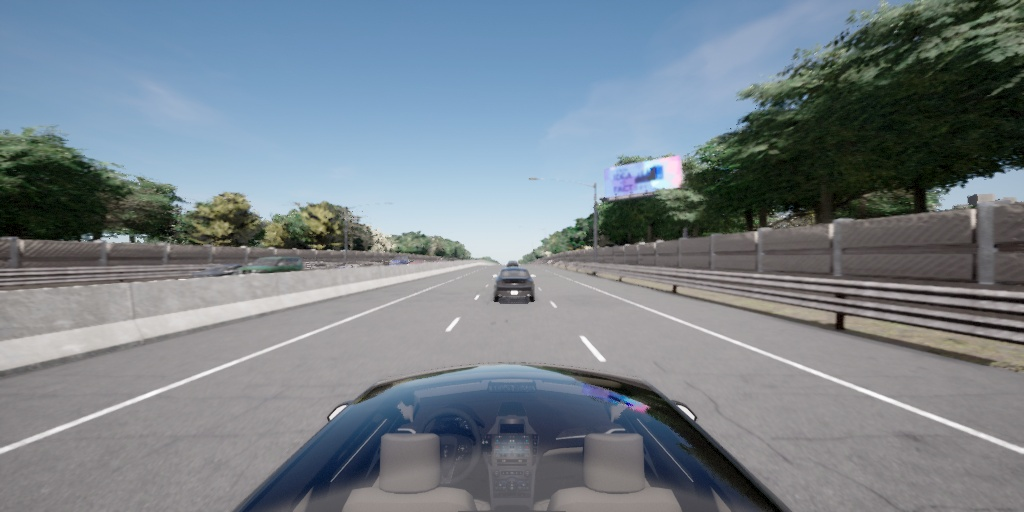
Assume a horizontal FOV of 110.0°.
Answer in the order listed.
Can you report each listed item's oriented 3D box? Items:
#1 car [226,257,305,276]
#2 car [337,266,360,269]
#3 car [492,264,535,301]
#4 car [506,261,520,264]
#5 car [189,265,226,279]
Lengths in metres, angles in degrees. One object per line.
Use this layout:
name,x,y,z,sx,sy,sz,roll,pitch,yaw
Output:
car,-17.589,1.076,26.432,2.150,2.045,5.566,0,0,0
car,-14.086,1.473,30.356,1.895,1.301,4.718,0,0,0
car,0.101,1.320,17.741,1.837,1.490,4.892,0,0,0
car,0.105,1.495,56.581,1.837,1.490,4.892,0,0,0
car,-21.086,1.359,26.451,1.837,1.490,4.892,0,0,0
